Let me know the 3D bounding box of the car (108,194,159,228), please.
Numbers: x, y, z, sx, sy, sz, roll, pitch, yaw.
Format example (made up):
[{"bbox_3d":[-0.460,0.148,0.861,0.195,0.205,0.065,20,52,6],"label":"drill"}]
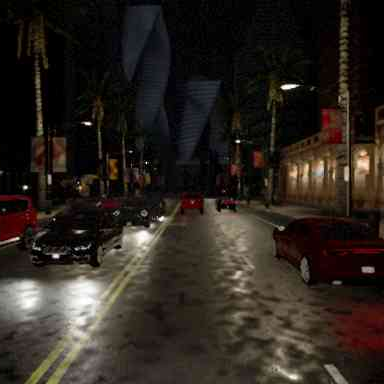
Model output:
[{"bbox_3d":[-3.527,1.214,21.065,2.097,1.767,4.553,0,0,1],"label":"car"}]

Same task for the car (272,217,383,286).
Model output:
[{"bbox_3d":[3.603,1.417,9.254,1.882,1.535,5.008,0,0,0],"label":"car"}]

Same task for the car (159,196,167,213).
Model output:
[{"bbox_3d":[-3.545,1.149,31.098,2.097,1.767,4.553,0,0,0],"label":"car"}]

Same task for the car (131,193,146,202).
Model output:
[{"bbox_3d":[-10.432,1.058,64.989,2.231,1.521,4.892,0,0,-1],"label":"car"}]

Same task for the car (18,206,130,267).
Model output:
[{"bbox_3d":[-3.584,1.431,11.213,1.837,1.490,4.892,0,0,0],"label":"car"}]

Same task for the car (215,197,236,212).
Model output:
[{"bbox_3d":[3.500,1.265,35.017,2.128,1.511,4.902,0,1,0],"label":"car"}]

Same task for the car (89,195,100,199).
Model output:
[{"bbox_3d":[-10.123,1.122,35.616,2.185,1.767,4.553,0,0,-1],"label":"car"}]

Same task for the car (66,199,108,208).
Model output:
[{"bbox_3d":[-7.026,1.410,21.122,2.033,1.411,5.357,0,0,1],"label":"car"}]

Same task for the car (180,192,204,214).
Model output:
[{"bbox_3d":[0.009,1.009,32.689,2.150,2.045,5.566,0,0,-1],"label":"car"}]

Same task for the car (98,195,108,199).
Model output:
[{"bbox_3d":[-7.042,1.273,31.479,1.882,1.535,5.008,0,0,0],"label":"car"}]

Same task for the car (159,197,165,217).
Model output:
[{"bbox_3d":[-3.483,1.305,25.452,1.994,1.385,4.181,0,0,0],"label":"car"}]

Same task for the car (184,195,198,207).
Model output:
[{"bbox_3d":[-0.111,1.201,46.666,1.837,1.490,4.892,0,0,0],"label":"car"}]

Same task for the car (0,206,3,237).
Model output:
[{"bbox_3d":[-10.192,1.423,13.686,2.161,1.482,4.786,0,0,-1],"label":"car"}]

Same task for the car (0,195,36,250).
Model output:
[{"bbox_3d":[-7.086,1.150,10.818,2.150,2.045,5.566,0,0,0],"label":"car"}]
